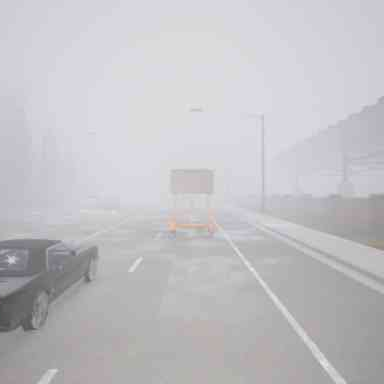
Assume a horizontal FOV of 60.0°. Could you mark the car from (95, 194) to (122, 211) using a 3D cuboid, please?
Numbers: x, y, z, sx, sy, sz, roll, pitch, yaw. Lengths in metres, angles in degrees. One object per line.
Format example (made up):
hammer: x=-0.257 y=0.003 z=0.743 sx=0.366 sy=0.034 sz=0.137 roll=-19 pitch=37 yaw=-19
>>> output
car: x=-10.580 y=1.457 z=43.238 sx=2.097 sy=1.767 sz=4.553 roll=0 pitch=0 yaw=0

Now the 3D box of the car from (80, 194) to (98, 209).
car: x=-14.073 y=1.341 z=47.293 sx=2.150 sy=2.045 sz=5.566 roll=0 pitch=-1 yaw=0

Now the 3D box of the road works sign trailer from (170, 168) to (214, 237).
road works sign trailer: x=0.002 y=0.510 z=18.281 sx=2.380 sy=3.560 sz=2.880 roll=0 pitch=0 yaw=0

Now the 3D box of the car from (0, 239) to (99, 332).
car: x=-3.399 y=1.618 z=6.836 sx=1.895 sy=1.301 sz=4.718 roll=0 pitch=0 yaw=0
